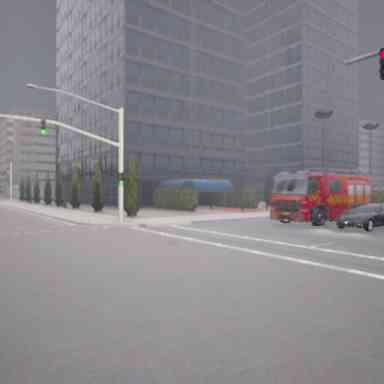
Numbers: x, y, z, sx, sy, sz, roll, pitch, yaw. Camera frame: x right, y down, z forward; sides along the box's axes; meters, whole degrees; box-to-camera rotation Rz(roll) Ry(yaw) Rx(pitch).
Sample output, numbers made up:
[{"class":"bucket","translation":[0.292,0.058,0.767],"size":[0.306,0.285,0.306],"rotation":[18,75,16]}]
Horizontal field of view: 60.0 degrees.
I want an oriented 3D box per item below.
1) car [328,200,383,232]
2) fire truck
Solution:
[{"class":"car","translation":[10.631,1.486,20.221],"size":[4.892,1.490,1.837],"rotation":[0,0,-37]},{"class":"fire truck","translation":[9.283,0.314,23.468],"size":[8.468,3.827,2.891],"rotation":[0,0,-37]}]
